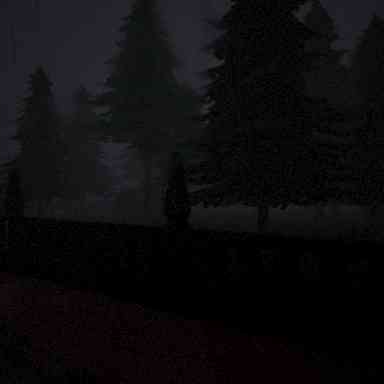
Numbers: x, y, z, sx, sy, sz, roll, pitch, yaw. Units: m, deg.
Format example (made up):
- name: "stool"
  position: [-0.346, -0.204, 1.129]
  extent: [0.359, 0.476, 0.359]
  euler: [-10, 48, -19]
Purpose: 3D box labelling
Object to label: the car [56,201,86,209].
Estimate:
- name: "car"
  position: [-19.231, 1.948, 53.165]
  extent: [1.837, 1.490, 4.892]
  euler: [-1, -1, 36]
